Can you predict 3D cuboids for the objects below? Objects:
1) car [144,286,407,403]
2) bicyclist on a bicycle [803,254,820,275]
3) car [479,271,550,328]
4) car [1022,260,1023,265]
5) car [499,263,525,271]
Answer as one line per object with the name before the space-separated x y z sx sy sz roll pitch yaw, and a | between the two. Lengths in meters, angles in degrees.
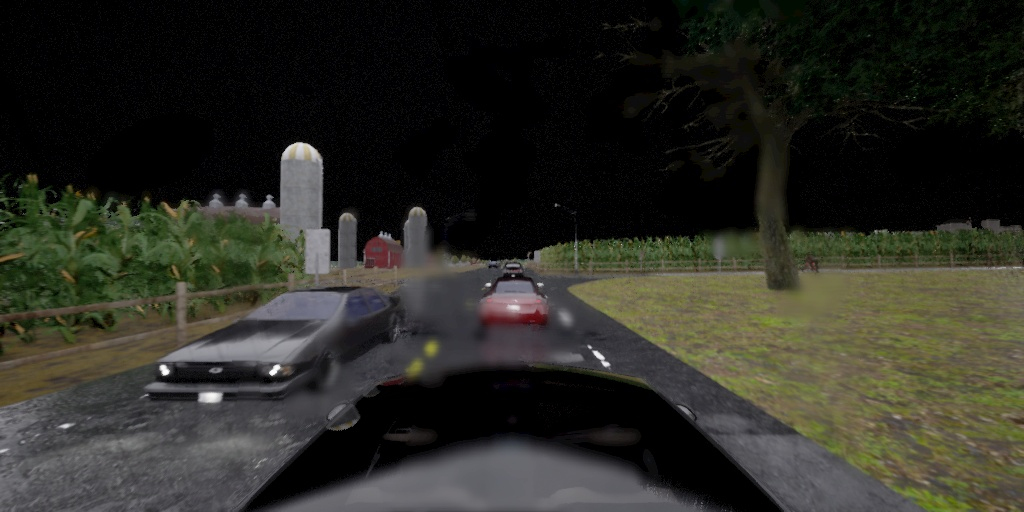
car | -3.586 1.308 6.936 2.033 1.411 5.357 0 0 0
bicyclist on a bicycle | 24.271 0.690 29.045 0.582 1.620 1.656 -1 0 0
car | 0.084 1.334 11.409 1.994 1.385 4.181 0 0 0
car | 48.790 0.327 32.055 4.181 1.385 1.994 -1 -1 1
car | 0.086 1.309 31.049 1.837 1.490 4.892 -1 0 0
